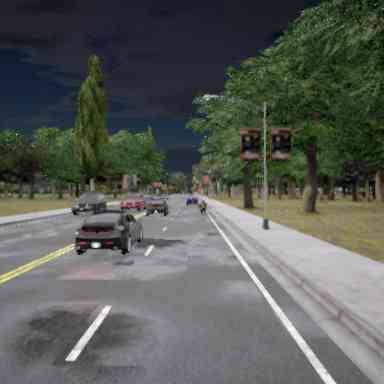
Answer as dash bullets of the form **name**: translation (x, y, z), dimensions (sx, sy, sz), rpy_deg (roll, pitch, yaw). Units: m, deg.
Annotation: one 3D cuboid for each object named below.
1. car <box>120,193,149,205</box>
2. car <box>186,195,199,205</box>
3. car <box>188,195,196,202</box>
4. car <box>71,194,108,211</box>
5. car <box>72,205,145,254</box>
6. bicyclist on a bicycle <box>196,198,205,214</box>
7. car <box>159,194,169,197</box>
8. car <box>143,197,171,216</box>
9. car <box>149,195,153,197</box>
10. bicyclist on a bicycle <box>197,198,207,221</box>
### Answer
- **car**: translation (-6.596, 1.172, 37.517), dimensions (2.150, 2.045, 5.566), rpy_deg (0, 0, 0)
- **car**: translation (0.088, 1.404, 56.288), dimensions (1.882, 1.535, 5.008), rpy_deg (0, 0, 0)
- **car**: translation (-0.004, 1.429, 74.272), dimensions (1.812, 1.442, 4.674), rpy_deg (0, 0, 0)
- **car**: translation (-9.849, 1.178, 32.477), dimensions (2.150, 2.045, 5.566), rpy_deg (0, 0, 0)
- **car**: translation (-3.150, 1.487, 13.320), dimensions (1.837, 1.490, 4.892), rpy_deg (0, 0, 0)
- **bicyclist on a bicycle**: translation (0.910, 1.392, 34.530), dimensions (0.866, 1.612, 1.509), rpy_deg (0, 0, 0)
- **car**: translation (-6.504, 1.170, 78.021), dimensions (2.097, 1.767, 4.553), rpy_deg (0, 0, 0)
- **car**: translation (-3.151, 1.464, 31.480), dimensions (1.837, 1.490, 4.892), rpy_deg (0, 0, 0)
- **car**: translation (-9.754, 1.303, 74.247), dimensions (1.882, 1.535, 5.008), rpy_deg (0, 0, 0)
- **bicyclist on a bicycle**: translation (0.893, 1.420, 25.159), dimensions (0.582, 1.620, 1.656), rpy_deg (0, 0, 0)
